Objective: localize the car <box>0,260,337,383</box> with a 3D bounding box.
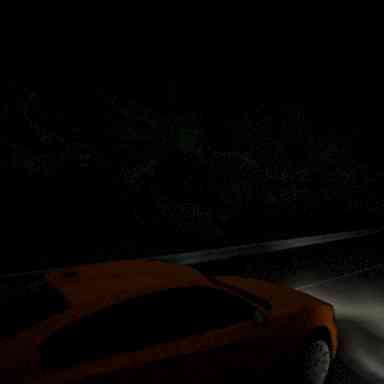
[{"bbox_3d":[-0.443,1.497,3.518,5.008,1.535,1.882,1,0,-36],"label":"car"}]
